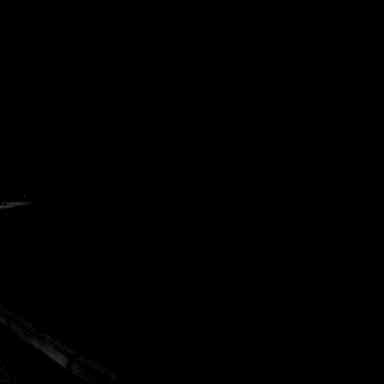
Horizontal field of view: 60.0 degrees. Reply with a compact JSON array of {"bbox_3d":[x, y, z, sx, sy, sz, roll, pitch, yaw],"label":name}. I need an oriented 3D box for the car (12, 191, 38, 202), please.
[{"bbox_3d":[-26.136,0.579,52.227,2.097,1.767,4.553,-1,2,3],"label":"car"}]
